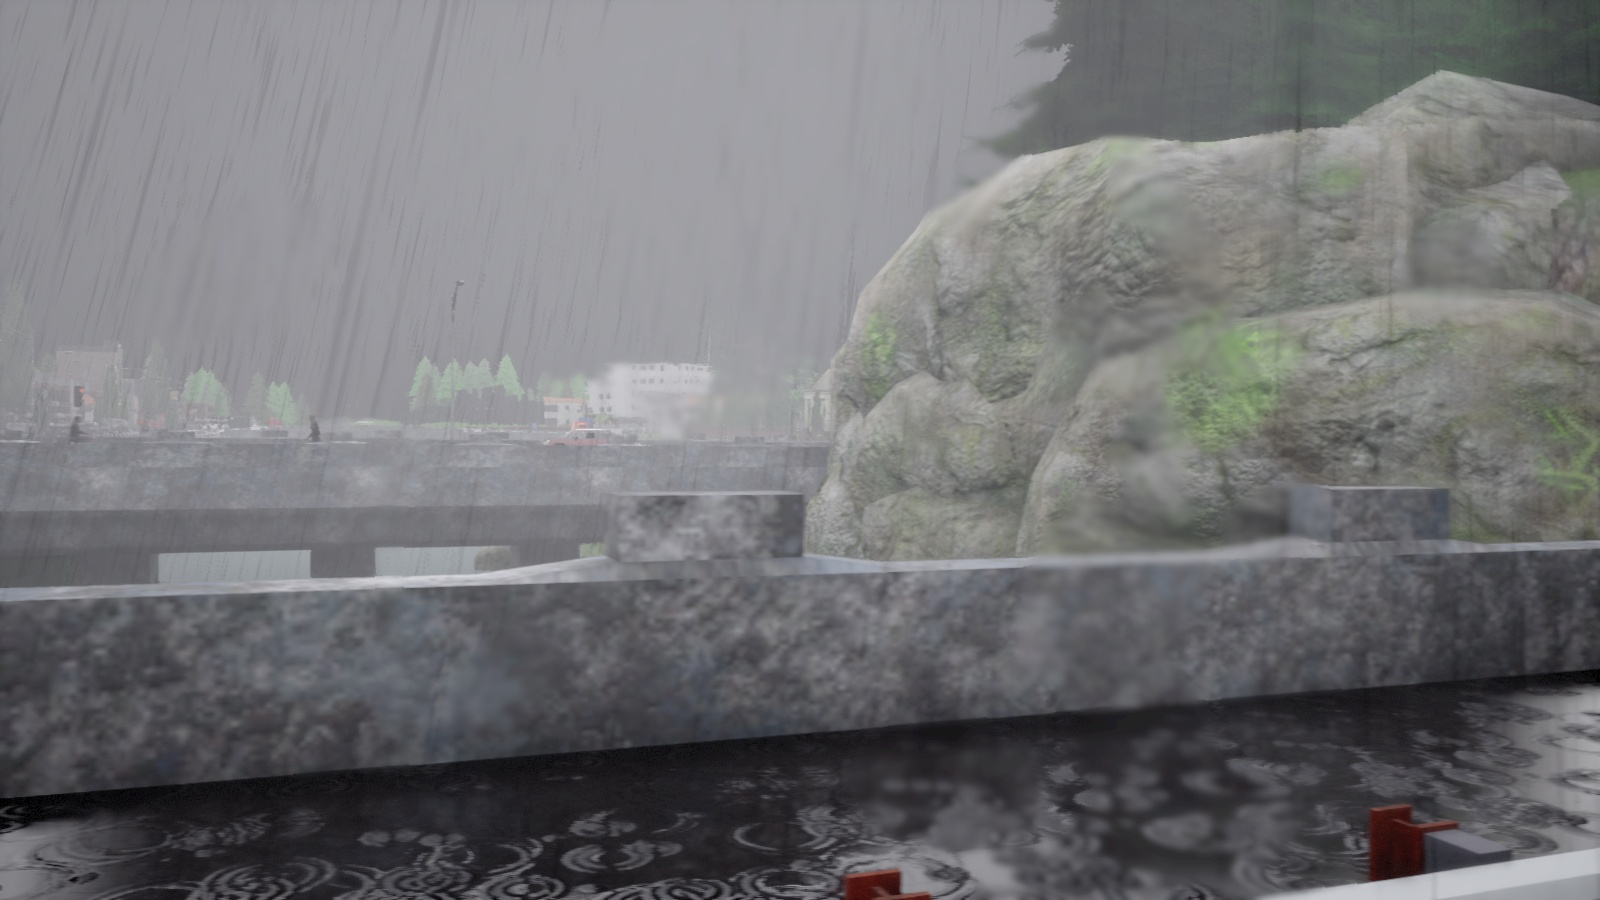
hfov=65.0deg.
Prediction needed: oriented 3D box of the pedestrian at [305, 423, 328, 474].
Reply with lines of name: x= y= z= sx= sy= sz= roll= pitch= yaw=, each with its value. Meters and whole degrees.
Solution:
pedestrian: x=-17.769 y=-0.051 z=46.163 sx=0.720 sy=1.854 sz=0.376 roll=-1 pitch=1 yaw=-25

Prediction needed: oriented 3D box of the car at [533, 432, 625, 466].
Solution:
car: x=-10.057 y=-0.058 z=57.177 sx=3.806 sy=1.475 sz=1.970 roll=-1 pitch=1 yaw=-21
